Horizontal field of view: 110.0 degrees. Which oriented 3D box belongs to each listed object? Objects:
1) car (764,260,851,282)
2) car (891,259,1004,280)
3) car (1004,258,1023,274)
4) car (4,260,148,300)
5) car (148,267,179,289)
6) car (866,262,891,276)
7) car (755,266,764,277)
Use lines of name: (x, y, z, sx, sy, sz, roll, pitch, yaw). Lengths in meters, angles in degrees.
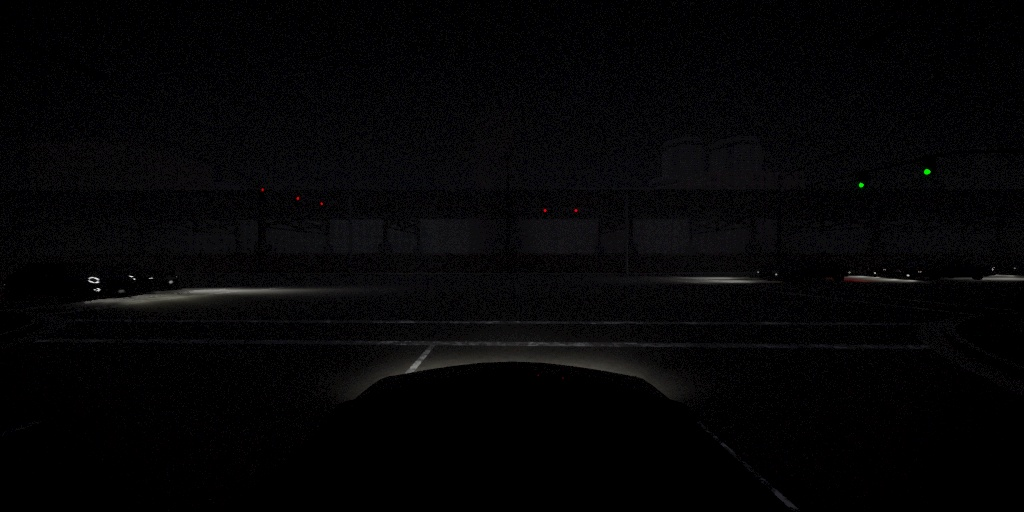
car: (22.053, 1.070, 26.531, 4.902, 1.511, 2.128, -1, 0, 1)
car: (31.761, 1.010, 26.282, 5.357, 1.411, 2.033, -1, 0, 1)
car: (43.071, 0.824, 29.479, 5.357, 1.411, 2.033, -1, 0, 1)
car: (-20.651, 1.083, 16.960, 4.553, 1.767, 2.097, 0, 0, 2)
car: (-21.896, 1.217, 20.496, 4.902, 1.511, 2.128, 0, 0, 2)
car: (32.850, 0.991, 29.754, 5.357, 1.411, 2.033, -1, 0, 1)
car: (23.110, 1.056, 30.011, 4.902, 1.511, 2.128, -1, 0, 2)
